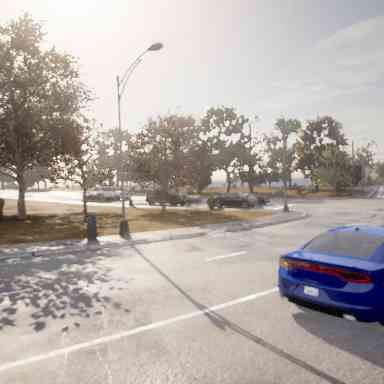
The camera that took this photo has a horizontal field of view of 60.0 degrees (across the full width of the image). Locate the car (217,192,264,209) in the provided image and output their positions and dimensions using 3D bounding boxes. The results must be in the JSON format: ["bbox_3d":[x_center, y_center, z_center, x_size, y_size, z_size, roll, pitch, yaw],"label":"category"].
[{"bbox_3d":[4.762,0.773,35.181,4.553,1.767,2.097,0,2,33],"label":"car"}]

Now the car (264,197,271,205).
[{"bbox_3d":[6.538,0.869,38.220,4.718,1.301,1.895,0,2,33],"label":"car"}]

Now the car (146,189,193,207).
[{"bbox_3d":[-3.122,0.622,40.384,5.566,2.045,2.150,1,3,34],"label":"car"}]

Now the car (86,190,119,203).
[{"bbox_3d":[-13.015,0.768,46.941,4.718,1.301,1.895,2,4,34],"label":"car"}]

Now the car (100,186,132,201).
[{"bbox_3d":[-11.660,0.217,50.218,5.566,2.045,2.150,2,3,34],"label":"car"}]

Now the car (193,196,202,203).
[{"bbox_3d":[-1.052,0.849,43.226,4.718,1.301,1.895,1,3,33],"label":"car"}]

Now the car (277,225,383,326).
[{"bbox_3d":[3.868,1.442,7.003,5.008,1.535,1.882,-1,0,-39],"label":"car"}]
